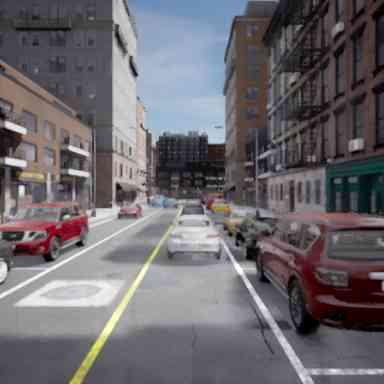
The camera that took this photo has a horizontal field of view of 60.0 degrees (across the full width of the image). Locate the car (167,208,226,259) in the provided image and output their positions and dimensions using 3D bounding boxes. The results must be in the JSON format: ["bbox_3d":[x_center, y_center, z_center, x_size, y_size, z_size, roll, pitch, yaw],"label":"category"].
[{"bbox_3d":[0.074,1.539,12.622,1.812,1.442,4.674,0,0,0],"label":"car"}]

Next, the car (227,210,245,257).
[{"bbox_3d":[2.637,1.578,12.427,1.947,1.339,4.313,0,0,0],"label":"car"}]

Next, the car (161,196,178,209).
[{"bbox_3d":[-2.839,1.571,45.487,1.812,1.442,4.674,0,0,0],"label":"car"}]

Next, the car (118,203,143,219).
[{"bbox_3d":[-5.388,1.611,29.413,1.802,1.307,4.206,0,0,0],"label":"car"}]

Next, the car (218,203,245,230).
[{"bbox_3d":[2.637,1.543,18.259,1.752,1.417,4.829,0,0,0],"label":"car"}]

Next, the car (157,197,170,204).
[{"bbox_3d":[-5.388,1.616,63.384,2.008,1.369,4.403,0,0,0],"label":"car"}]

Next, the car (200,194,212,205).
[{"bbox_3d":[2.637,1.380,63.385,2.192,1.841,5.009,0,0,0],"label":"car"}]

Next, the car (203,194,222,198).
[{"bbox_3d":[2.980,1.263,43.140,2.150,2.045,5.566,0,0,0],"label":"car"}]

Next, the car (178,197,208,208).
[{"bbox_3d":[0.086,1.521,30.135,2.128,1.511,4.902,0,0,0],"label":"car"}]

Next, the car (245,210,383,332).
[{"bbox_3d":[2.637,1.322,6.765,2.192,1.841,5.009,0,0,0],"label":"car"}]

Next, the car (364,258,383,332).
[{"bbox_3d":[2.637,1.441,1.103,1.967,1.590,4.097,0,0,0],"label":"car"}]

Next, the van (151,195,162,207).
[{"bbox_3d":[-5.388,1.394,52.061,1.690,1.788,3.998,0,0,0],"label":"van"}]

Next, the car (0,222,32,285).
[{"bbox_3d":[-5.388,1.558,6.766,2.008,1.369,4.403,0,0,0],"label":"car"}]

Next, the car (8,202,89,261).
[{"bbox_3d":[-5.388,1.328,12.428,2.192,1.841,5.009,0,0,0],"label":"car"}]

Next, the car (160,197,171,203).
[{"bbox_3d":[-5.389,1.638,69.046,1.947,1.339,4.313,0,0,0],"label":"car"}]

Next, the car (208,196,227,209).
[{"bbox_3d":[3.024,1.493,36.300,1.801,1.575,5.366,0,0,0],"label":"car"}]
